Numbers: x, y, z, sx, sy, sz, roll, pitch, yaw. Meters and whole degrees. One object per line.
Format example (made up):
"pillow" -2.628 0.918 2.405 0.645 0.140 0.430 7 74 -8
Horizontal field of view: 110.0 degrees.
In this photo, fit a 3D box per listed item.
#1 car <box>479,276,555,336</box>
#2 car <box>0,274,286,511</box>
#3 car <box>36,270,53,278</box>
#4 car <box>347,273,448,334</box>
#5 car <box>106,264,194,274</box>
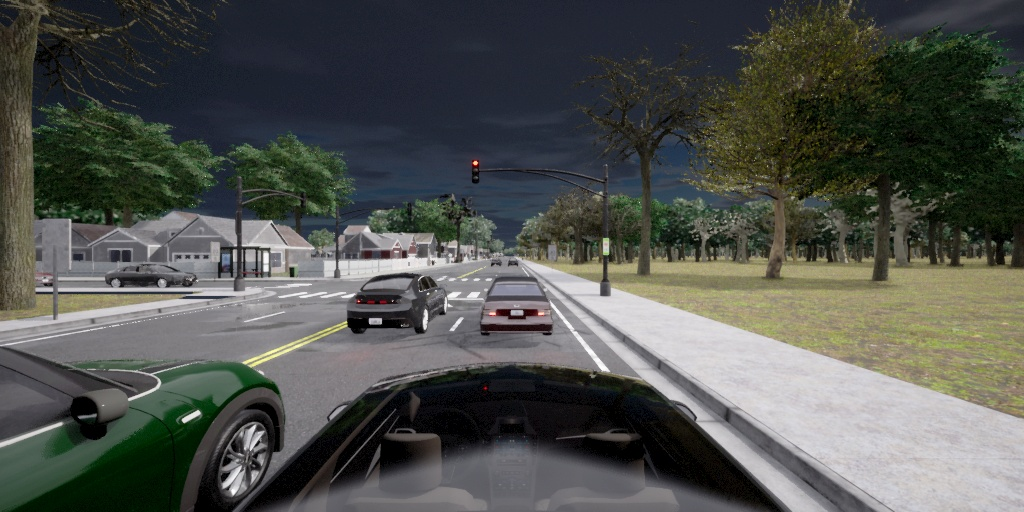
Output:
"car" 0.112 1.297 10.410 2.033 1.411 5.357 0 0 0
"car" -3.148 1.102 1.463 2.097 1.767 4.553 0 0 0
"car" -32.201 1.322 22.967 4.674 1.442 1.812 0 0 0
"car" -3.145 1.254 10.661 1.837 1.490 4.892 0 0 0
"car" -22.913 1.285 22.893 4.892 1.490 1.837 0 0 0
